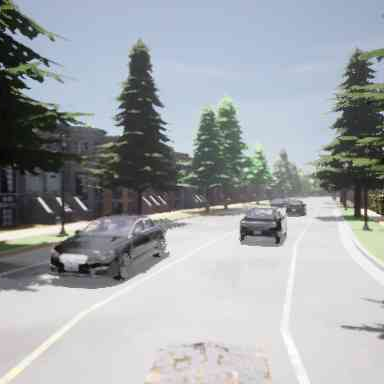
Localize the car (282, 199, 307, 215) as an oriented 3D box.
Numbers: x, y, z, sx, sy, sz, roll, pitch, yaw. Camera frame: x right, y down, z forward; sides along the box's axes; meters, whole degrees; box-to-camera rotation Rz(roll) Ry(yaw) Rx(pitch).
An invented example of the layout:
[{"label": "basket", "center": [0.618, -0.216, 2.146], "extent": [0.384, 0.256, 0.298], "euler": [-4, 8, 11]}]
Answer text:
[{"label": "car", "center": [10.852, 1.612, 34.645], "extent": [1.812, 1.442, 4.674], "euler": [1, 0, 22]}]

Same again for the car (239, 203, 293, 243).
[{"label": "car", "center": [3.614, 1.521, 16.480], "extent": [2.128, 1.511, 4.902], "euler": [0, 0, 20]}]

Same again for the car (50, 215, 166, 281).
[{"label": "car", "center": [-2.206, 1.474, 10.042], "extent": [2.128, 1.511, 4.902], "euler": [0, 0, 13]}]

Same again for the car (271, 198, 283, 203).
[{"label": "car", "center": [12.948, 1.652, 49.509], "extent": [2.033, 1.411, 5.357], "euler": [0, 0, 23]}]
